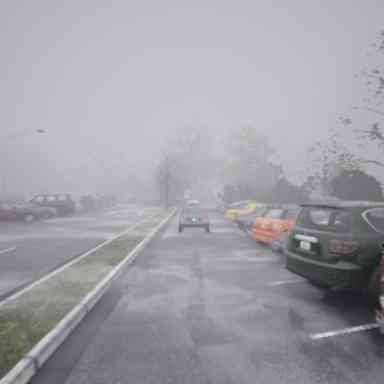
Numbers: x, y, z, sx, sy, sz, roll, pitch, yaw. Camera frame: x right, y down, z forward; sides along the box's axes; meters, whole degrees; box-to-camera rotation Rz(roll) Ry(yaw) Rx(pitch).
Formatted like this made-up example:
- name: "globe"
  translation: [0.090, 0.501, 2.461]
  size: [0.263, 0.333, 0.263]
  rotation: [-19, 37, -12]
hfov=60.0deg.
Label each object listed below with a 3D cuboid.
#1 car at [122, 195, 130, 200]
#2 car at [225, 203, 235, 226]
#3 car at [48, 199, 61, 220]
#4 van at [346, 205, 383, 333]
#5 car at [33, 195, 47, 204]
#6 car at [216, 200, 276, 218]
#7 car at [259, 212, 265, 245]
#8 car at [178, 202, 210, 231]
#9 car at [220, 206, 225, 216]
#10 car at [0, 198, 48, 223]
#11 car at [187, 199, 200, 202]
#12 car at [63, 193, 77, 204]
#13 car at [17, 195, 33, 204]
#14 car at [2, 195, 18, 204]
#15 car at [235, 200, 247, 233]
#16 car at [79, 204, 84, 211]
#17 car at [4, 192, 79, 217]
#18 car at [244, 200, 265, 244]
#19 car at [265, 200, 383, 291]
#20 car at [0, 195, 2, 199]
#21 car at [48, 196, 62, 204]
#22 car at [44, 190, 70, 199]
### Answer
- name: "car"
  translation: [-14.711, 1.436, 72.957]
  size: [4.674, 1.442, 1.812]
  rotation: [3, -2, 1]
- name: "car"
  translation: [4.815, 1.524, 20.100]
  size: [4.792, 1.488, 2.163]
  rotation: [1, 0, -20]
- name: "car"
  translation: [-13.297, 1.519, 26.819]
  size: [4.674, 1.452, 2.002]
  rotation: [-1, 0, -20]
- name: "van"
  translation: [4.722, 1.261, 4.774]
  size: [4.442, 1.987, 1.878]
  rotation: [1, 0, -20]
- name: "car"
  translation: [-30.316, 1.557, 66.437]
  size: [2.185, 1.767, 4.553]
  rotation: [1, -3, -19]
- name: "car"
  translation: [4.861, 1.500, 30.294]
  size: [4.892, 1.521, 2.231]
  rotation: [1, 0, -20]
- name: "car"
  translation: [4.833, 1.531, 10.767]
  size: [4.674, 1.452, 2.002]
  rotation: [1, 0, -20]
- name: "car"
  translation: [0.111, 1.558, 20.522]
  size: [2.033, 1.411, 5.357]
  rotation: [0, 0, 0]
- name: "car"
  translation: [5.017, 1.496, 23.575]
  size: [5.366, 1.575, 1.946]
  rotation: [1, 0, -20]
- name: "car"
  translation: [-13.315, 1.480, 23.794]
  size: [5.008, 1.535, 2.097]
  rotation: [-1, 0, -20]
- name: "car"
  translation: [0.152, 1.516, 38.207]
  size: [1.812, 1.442, 4.674]
  rotation: [0, 0, 0]
- name: "car"
  translation: [-24.297, 1.432, 66.408]
  size: [2.435, 2.045, 5.566]
  rotation: [1, -3, -19]
- name: "car"
  translation: [-33.353, 1.560, 66.542]
  size: [2.185, 1.767, 4.553]
  rotation: [1, -3, -19]
- name: "car"
  translation: [-36.380, 1.561, 66.579]
  size: [2.185, 1.767, 4.553]
  rotation: [1, -3, -19]
- name: "car"
  translation: [4.867, 1.368, 16.730]
  size: [4.553, 1.767, 2.185]
  rotation: [1, 0, -20]
- name: "car"
  translation: [-13.442, 1.459, 32.795]
  size: [5.366, 1.575, 1.946]
  rotation: [-1, 1, -20]
- name: "car"
  translation: [-13.309, 1.221, 29.820]
  size: [5.566, 2.045, 2.435]
  rotation: [-1, 0, -20]
- name: "car"
  translation: [4.803, 1.366, 13.740]
  size: [4.553, 1.767, 2.185]
  rotation: [1, 0, -20]
- name: "car"
  translation: [4.859, 1.238, 7.805]
  size: [5.566, 2.045, 2.435]
  rotation: [1, 0, -20]
- name: "car"
  translation: [-28.924, 1.201, 49.499]
  size: [2.002, 1.452, 4.674]
  rotation: [1, -1, -19]
- name: "car"
  translation: [-27.301, 1.684, 66.425]
  size: [2.231, 1.521, 4.892]
  rotation: [1, -3, -19]
- name: "car"
  translation: [-29.728, 0.524, 73.261]
  size: [4.902, 1.511, 2.128]
  rotation: [4, -2, 1]
